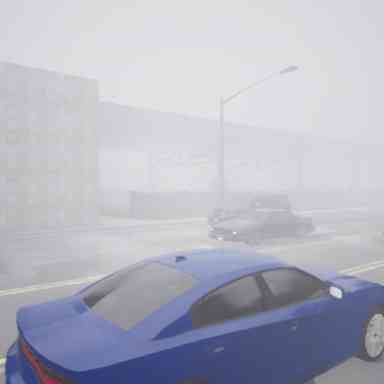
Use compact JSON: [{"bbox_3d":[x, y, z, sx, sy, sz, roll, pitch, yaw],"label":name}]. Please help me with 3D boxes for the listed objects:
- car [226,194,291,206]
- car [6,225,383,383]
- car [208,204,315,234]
[{"bbox_3d":[3.555,1.128,19.432,5.566,2.045,2.150,0,0,-35],"label":"car"},{"bbox_3d":[0.556,1.459,4.143,5.008,1.535,1.882,0,0,-36],"label":"car"},{"bbox_3d":[3.313,1.472,14.954,5.357,1.411,2.033,0,0,-35],"label":"car"}]
